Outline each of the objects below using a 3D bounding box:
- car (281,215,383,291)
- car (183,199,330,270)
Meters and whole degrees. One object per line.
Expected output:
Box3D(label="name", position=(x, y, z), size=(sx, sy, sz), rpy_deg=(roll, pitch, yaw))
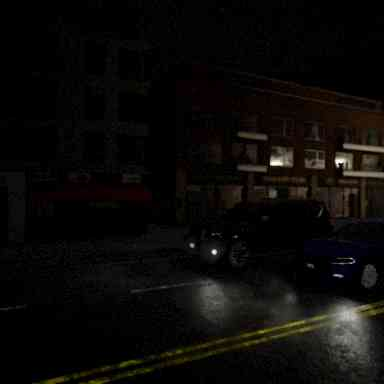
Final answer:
Box3D(label="car", position=(5.116, 1.535, 9.266), size=(5.008, 1.535, 1.882), rpy_deg=(0, 0, -27))
Box3D(label="car", position=(2.460, 1.284, 11.558), size=(5.566, 2.045, 2.150), rpy_deg=(0, 0, -27))
